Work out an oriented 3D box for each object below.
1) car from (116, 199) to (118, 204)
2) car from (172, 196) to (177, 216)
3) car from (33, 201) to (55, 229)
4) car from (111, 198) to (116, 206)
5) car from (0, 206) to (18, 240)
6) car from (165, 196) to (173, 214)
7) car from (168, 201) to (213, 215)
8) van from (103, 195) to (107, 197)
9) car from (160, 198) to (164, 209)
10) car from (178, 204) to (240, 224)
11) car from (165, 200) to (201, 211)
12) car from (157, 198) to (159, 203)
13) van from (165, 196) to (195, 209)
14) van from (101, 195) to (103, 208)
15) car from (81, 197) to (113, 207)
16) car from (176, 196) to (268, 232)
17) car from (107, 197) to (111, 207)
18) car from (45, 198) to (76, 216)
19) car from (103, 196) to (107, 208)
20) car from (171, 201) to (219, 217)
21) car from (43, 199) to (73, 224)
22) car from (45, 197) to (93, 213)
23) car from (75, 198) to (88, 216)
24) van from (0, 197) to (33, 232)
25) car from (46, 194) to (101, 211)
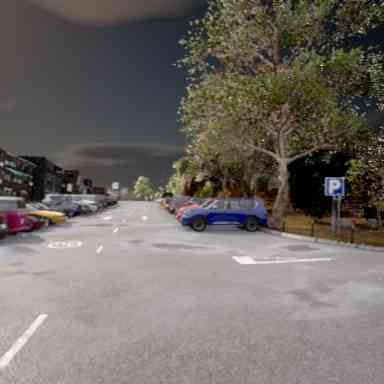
[{"bbox_3d":[-16.425,1.514,60.763,5.566,2.045,2.435,1,-1,-8],"label":"car"},{"bbox_3d":[1.667,1.419,23.827,5.566,2.045,2.435,1,0,-8],"label":"car"},{"bbox_3d":[-10.837,1.465,19.089,4.792,1.488,2.163,1,0,-8],"label":"car"},{"bbox_3d":[-15.315,1.424,52.426,5.566,2.045,2.435,1,-1,-8],"label":"car"},{"bbox_3d":[-10.147,1.438,13.525,4.792,1.488,2.163,1,0,-8],"label":"car"},{"bbox_3d":[0.552,1.468,32.108,5.566,2.045,2.435,1,-1,-8],"label":"car"},{"bbox_3d":[-0.196,1.791,37.624,4.792,1.488,2.163,1,-1,-8],"label":"car"},{"bbox_3d":[-14.716,1.399,46.852,4.442,1.987,1.878,1,-1,-8],"label":"van"},{"bbox_3d":[-1.094,1.799,43.124,5.366,1.575,1.946,1,-1,-8],"label":"car"},{"bbox_3d":[1.300,1.726,26.710,4.674,1.452,2.002,1,0,-8],"label":"car"},{"bbox_3d":[-1.284,1.867,45.909,4.674,1.452,2.002,1,-1,-8],"label":"car"},{"bbox_3d":[-3.487,1.985,62.470,5.008,1.535,2.097,1,-1,-8],"label":"car"},{"bbox_3d":[-1.903,1.647,51.450,4.442,1.987,1.878,1,-1,-8],"label":"van"},{"bbox_3d":[-13.739,1.359,41.326,4.442,1.987,1.878,1,-1,-8],"label":"van"},{"bbox_3d":[-15.712,1.702,55.201,4.892,1.521,2.231,1,-1,-8],"label":"car"},{"bbox_3d":[2.022,1.407,21.189,5.566,2.045,2.435,1,0,-8],"label":"car"},{"bbox_3d":[-15.006,1.523,49.641,4.553,1.767,2.185,1,-1,-8],"label":"car"},{"bbox_3d":[-11.619,1.462,24.638,5.008,1.535,2.097,1,0,-8],"label":"car"},{"bbox_3d":[-14.237,1.606,44.085,4.892,1.521,2.231,1,-1,-8],"label":"car"},{"bbox_3d":[0.233,1.770,34.871,4.792,1.488,2.163,1,-1,-8],"label":"car"},{"bbox_3d":[-11.056,1.448,21.888,5.366,1.575,1.946,1,0,-8],"label":"car"},{"bbox_3d":[-12.740,1.518,32.968,4.892,1.521,2.231,1,-1,-8],"label":"car"},{"bbox_3d":[-12.391,1.526,30.192,4.792,1.488,2.163,1,0,-8],"label":"car"},{"bbox_3d":[-10.604,1.195,16.293,4.442,1.987,1.878,1,0,-8],"label":"van"},{"bbox_3d":[-13.078,1.288,35.757,5.566,2.045,2.435,1,-1,-8],"label":"car"}]
